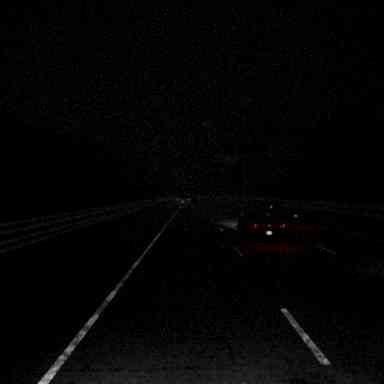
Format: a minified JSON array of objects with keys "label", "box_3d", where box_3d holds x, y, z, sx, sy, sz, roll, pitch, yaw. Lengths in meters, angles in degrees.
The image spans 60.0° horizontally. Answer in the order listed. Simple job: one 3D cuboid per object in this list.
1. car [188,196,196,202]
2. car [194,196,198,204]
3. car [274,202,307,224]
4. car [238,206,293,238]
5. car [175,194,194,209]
[{"label":"car","box_3d":[0.033,1.615,79.291,1.837,1.490,4.892,0,0,0]},{"label":"car","box_3d":[0.027,1.597,63.791,1.837,1.490,4.892,0,0,0]},{"label":"car","box_3d":[7.109,1.496,25.278,1.882,1.535,5.008,0,0,0]},{"label":"car","box_3d":[3.608,1.611,17.731,1.895,1.301,4.718,0,0,0]},{"label":"car","box_3d":[-1.206,1.276,45.821,2.150,2.045,5.566,0,0,0]}]
